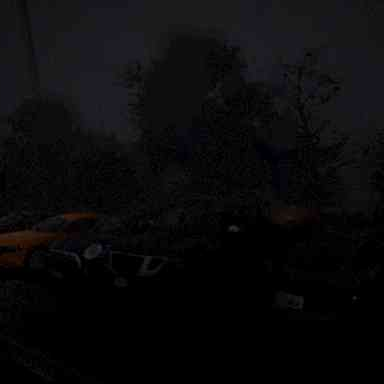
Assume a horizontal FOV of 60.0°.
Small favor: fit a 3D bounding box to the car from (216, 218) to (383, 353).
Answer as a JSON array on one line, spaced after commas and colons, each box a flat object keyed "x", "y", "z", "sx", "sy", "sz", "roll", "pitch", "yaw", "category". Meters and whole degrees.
[{"x": 2.684, "y": 1.515, "z": 6.384, "sx": 2.163, "sy": 1.488, "sz": 4.792, "roll": 0, "pitch": 0, "yaw": 36, "category": "car"}]

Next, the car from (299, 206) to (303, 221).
[{"x": 5.818, "y": 1.480, "z": 19.954, "sx": 1.946, "sy": 1.575, "sz": 5.366, "roll": 0, "pitch": 0, "yaw": 36, "category": "car"}]

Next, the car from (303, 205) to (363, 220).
[{"x": 8.174, "y": 1.484, "z": 18.492, "sx": 2.231, "sy": 1.521, "sz": 4.892, "roll": 0, "pitch": 0, "yaw": 36, "category": "car"}]

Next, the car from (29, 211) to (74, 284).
[{"x": -1.831, "y": 1.358, "z": 9.610, "sx": 2.185, "sy": 1.767, "sz": 4.553, "roll": 0, "pitch": 0, "yaw": 36, "category": "car"}]

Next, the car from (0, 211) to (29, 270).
[{"x": -4.105, "y": 1.489, "z": 11.203, "sx": 2.097, "sy": 1.535, "sz": 5.008, "roll": 0, "pitch": 0, "yaw": 36, "category": "car"}]

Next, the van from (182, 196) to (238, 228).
[{"x": 1.386, "y": 1.276, "z": 23.490, "sx": 1.878, "sy": 1.987, "sz": 4.442, "roll": 0, "pitch": 0, "yaw": 36, "category": "van"}]

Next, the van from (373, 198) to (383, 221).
[{"x": 10.501, "y": 1.259, "z": 16.982, "sx": 1.878, "sy": 1.987, "sz": 4.442, "roll": 0, "pitch": 0, "yaw": 36, "category": "van"}]

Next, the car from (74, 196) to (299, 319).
[{"x": 0.391, "y": 1.232, "z": 7.951, "sx": 2.435, "sy": 2.045, "sz": 5.566, "roll": 0, "pitch": 0, "yaw": 36, "category": "car"}]
